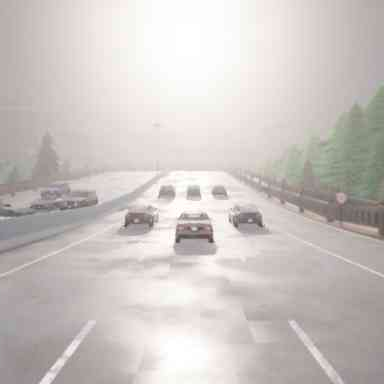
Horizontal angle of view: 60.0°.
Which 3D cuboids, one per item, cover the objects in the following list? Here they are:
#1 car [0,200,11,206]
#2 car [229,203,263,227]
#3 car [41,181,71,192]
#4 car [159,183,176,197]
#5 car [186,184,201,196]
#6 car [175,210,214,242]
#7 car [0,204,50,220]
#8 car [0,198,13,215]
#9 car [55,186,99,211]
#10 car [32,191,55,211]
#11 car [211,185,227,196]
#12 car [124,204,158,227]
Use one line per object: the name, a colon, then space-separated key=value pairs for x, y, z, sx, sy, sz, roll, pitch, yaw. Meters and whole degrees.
car: x=-14.046 y=1.536 z=22.483 sx=2.033 sy=1.411 sz=5.357 roll=0 pitch=2 yaw=1
car: x=3.611 y=1.508 z=22.841 sx=1.812 sy=1.442 sz=4.674 roll=0 pitch=2 yaw=0
car: x=-17.402 y=-0.256 z=42.867 sx=2.150 sy=2.045 sz=5.566 roll=0 pitch=6 yaw=1
car: x=-3.267 y=-0.383 z=44.943 sx=2.097 sy=1.767 sz=4.553 roll=0 pitch=7 yaw=0
car: x=0.240 y=-0.390 z=46.039 sx=1.882 sy=1.535 sz=5.008 roll=0 pitch=7 yaw=0
car: x=0.107 y=1.634 z=16.958 sx=2.033 sy=1.411 sz=5.357 roll=0 pitch=0 yaw=0
car: x=-10.565 y=1.655 z=19.757 sx=1.895 sy=1.301 sz=4.718 roll=0 pitch=1 yaw=0
car: x=-17.537 y=1.348 z=28.349 sx=1.895 sy=1.301 sz=4.718 roll=0 pitch=3 yaw=1
car: x=-10.507 y=0.769 z=31.502 sx=2.150 sy=2.045 sz=5.566 roll=0 pitch=4 yaw=1
car: x=-13.999 y=1.047 z=32.524 sx=1.994 sy=1.385 sz=4.181 roll=0 pitch=4 yaw=1
car: x=3.742 y=-0.357 z=46.469 sx=1.994 sy=1.385 sz=4.181 roll=0 pitch=7 yaw=0
car: x=-3.384 y=1.513 z=22.676 sx=1.812 sy=1.442 sz=4.674 roll=0 pitch=2 yaw=0
